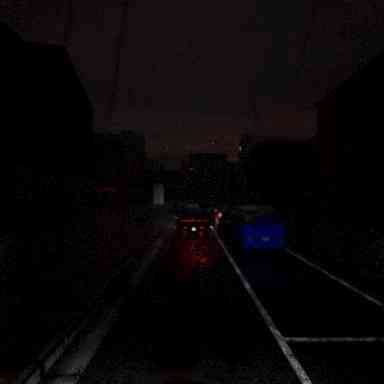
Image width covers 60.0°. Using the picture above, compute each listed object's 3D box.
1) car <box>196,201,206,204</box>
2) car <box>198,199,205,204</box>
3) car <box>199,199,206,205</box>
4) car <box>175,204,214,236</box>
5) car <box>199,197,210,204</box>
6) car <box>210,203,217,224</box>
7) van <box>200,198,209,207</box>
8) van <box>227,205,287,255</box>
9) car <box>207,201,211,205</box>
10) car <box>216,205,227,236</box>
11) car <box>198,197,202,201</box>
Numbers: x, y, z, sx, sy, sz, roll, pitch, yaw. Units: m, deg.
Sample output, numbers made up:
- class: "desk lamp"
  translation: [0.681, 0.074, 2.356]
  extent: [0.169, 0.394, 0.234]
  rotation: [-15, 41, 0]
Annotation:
- class: "car"
  translation: [0.094, 1.822, 30.016]
  extent: [1.812, 1.442, 4.674]
  rotation: [0, -1, 0]
- class: "car"
  translation: [2.617, 2.586, 90.256]
  extent: [1.802, 1.307, 4.206]
  rotation: [1, -1, 0]
- class: "car"
  translation: [2.619, 2.515, 84.753]
  extent: [1.802, 1.307, 4.206]
  rotation: [1, -1, 0]
- class: "car"
  translation: [0.092, 1.695, 19.668]
  extent: [1.837, 1.490, 4.892]
  rotation: [0, -1, 0]
- class: "car"
  translation: [2.629, 2.122, 57.408]
  extent: [1.752, 1.417, 4.829]
  rotation: [1, -1, 0]
- class: "car"
  translation: [2.640, 1.682, 24.854]
  extent: [1.967, 1.590, 4.097]
  rotation: [1, -1, 0]
- class: "van"
  translation: [2.627, 2.067, 68.246]
  extent: [1.690, 1.788, 3.998]
  rotation: [1, -1, 0]
- class: "van"
  translation: [2.645, 1.473, 13.774]
  extent: [1.690, 1.788, 3.998]
  rotation: [1, -1, 0]
- class: "car"
  translation: [2.637, 1.845, 30.394]
  extent: [1.887, 1.381, 4.507]
  rotation: [1, -1, 0]
- class: "car"
  translation: [2.641, 1.714, 19.483]
  extent: [1.752, 1.417, 4.829]
  rotation: [1, -1, 0]
- class: "car"
  translation: [2.628, 2.100, 62.742]
  extent: [1.967, 1.590, 4.097]
  rotation: [1, -1, 0]
